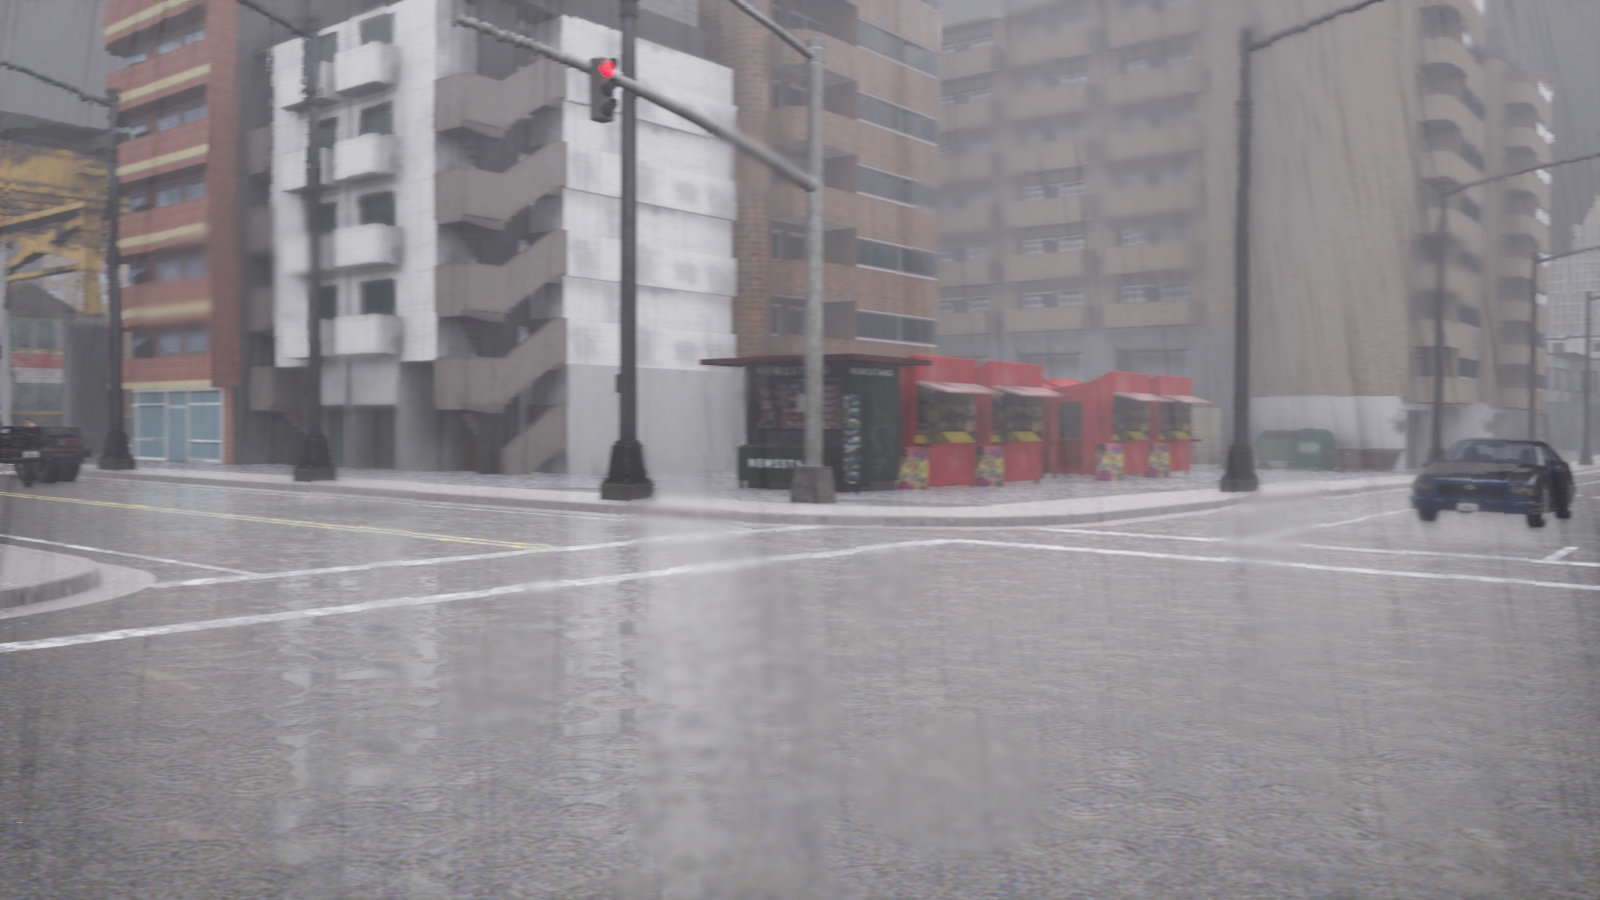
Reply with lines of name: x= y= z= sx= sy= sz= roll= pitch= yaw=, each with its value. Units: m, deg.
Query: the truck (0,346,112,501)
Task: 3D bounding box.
truck: x=-20.335 y=-0.624 z=31.135 sx=7.936 sy=3.462 sz=2.891 roll=0 pitch=1 yaw=39

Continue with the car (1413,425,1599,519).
car: x=12.324 y=0.289 z=21.634 sx=2.033 sy=1.411 sz=5.357 roll=0 pitch=1 yaw=39
